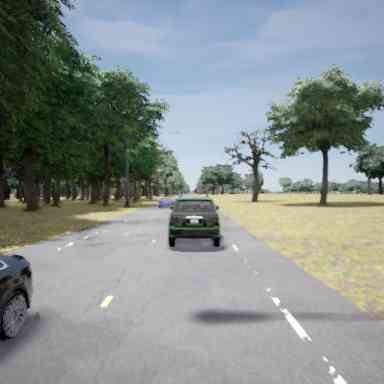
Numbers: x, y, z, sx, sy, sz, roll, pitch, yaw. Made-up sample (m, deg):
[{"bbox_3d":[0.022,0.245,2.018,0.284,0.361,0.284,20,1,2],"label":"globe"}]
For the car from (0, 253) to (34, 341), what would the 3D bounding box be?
[{"bbox_3d":[-3.599,1.494,3.707,2.128,1.511,4.902,0,0,0],"label":"car"}]

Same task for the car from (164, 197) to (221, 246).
[{"bbox_3d":[0.113,1.226,15.477,2.150,2.045,5.566,0,0,0],"label":"car"}]

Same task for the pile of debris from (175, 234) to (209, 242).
[{"bbox_3d":[0.001,2.179,15.946,1.500,0.140,1.860,0,0,0],"label":"pile of debris"}]

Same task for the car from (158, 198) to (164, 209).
[{"bbox_3d":[-3.574,1.506,46.108,1.812,1.442,4.674,0,0,0],"label":"car"}]

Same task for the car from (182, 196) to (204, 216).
[{"bbox_3d":[0.103,1.345,32.996,2.097,1.767,4.553,0,0,0],"label":"car"}]
